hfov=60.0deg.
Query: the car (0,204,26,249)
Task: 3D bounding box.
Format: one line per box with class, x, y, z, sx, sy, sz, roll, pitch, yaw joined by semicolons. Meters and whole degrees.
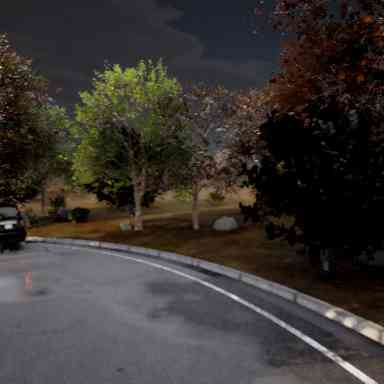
car;-9.888;1.556;14.663;5.566;2.045;2.150;-1;-1;25
